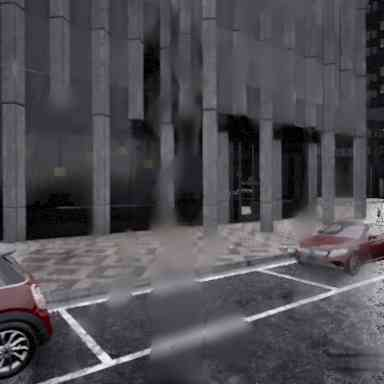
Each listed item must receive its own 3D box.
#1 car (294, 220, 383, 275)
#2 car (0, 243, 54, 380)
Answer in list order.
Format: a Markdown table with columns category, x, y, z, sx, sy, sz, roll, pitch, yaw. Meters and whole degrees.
| category | x | y | z | sx | sy | sz | roll | pitch | yaw |
| --- | --- | --- | --- | --- | --- | --- | --- | --- | --- |
| car | 4.927 | 1.528 | 10.157 | 4.206 | 1.307 | 1.802 | 0 | 0 | -35 |
| car | -3.935 | 1.446 | 3.842 | 4.097 | 1.590 | 1.967 | 0 | 0 | -35 |
